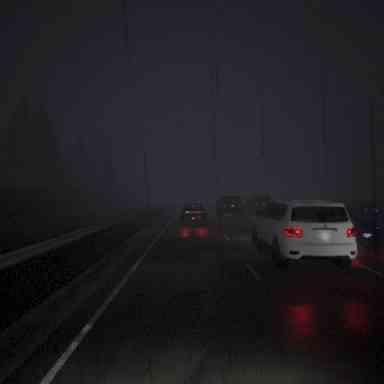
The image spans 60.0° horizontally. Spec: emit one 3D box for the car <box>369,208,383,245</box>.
[{"bbox_3d":[7.106,1.593,15.791,1.812,1.442,4.674,0,0,0],"label":"car"}]

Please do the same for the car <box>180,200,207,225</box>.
[{"bbox_3d":[0.108,1.598,25.010,2.128,1.511,4.902,0,0,0],"label":"car"}]

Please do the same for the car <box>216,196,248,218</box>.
[{"bbox_3d":[3.599,1.359,32.229,2.150,2.045,5.566,0,0,0],"label":"car"}]

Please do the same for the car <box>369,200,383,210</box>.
[{"bbox_3d":[14.109,1.469,27.526,2.097,1.767,4.553,0,0,0],"label":"car"}]

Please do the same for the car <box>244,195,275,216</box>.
[{"bbox_3d":[7.113,1.373,35.594,2.150,2.045,5.566,0,0,0],"label":"car"}]

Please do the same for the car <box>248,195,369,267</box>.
[{"bbox_3d":[3.605,1.271,11.678,2.150,2.045,5.566,0,0,0],"label":"car"}]

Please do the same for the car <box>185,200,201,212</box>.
[{"bbox_3d":[0.114,1.743,42.112,1.994,1.385,4.181,0,0,0],"label":"car"}]
